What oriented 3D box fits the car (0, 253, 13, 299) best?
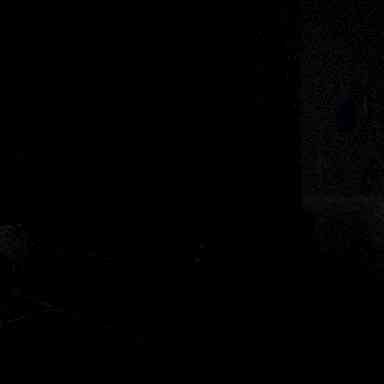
[{"bbox_3d":[-5.433,1.518,6.963,4.313,1.339,1.947,0,0,36],"label":"car"}]
